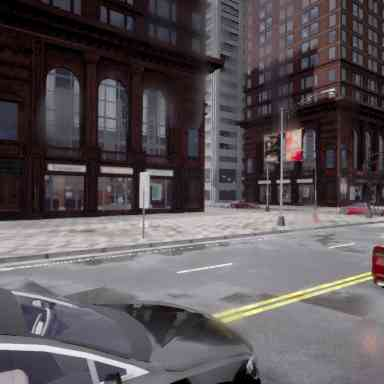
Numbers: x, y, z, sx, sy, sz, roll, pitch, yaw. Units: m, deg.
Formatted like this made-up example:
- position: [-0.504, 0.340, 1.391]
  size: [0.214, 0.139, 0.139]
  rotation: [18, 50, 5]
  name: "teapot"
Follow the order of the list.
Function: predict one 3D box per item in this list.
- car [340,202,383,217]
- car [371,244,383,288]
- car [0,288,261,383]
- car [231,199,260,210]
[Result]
- position: [16.789, 1.716, 32.570]
  size: [1.994, 1.385, 4.181]
  rotation: [1, -1, -38]
  name: "car"
- position: [6.227, 1.488, 7.875]
  size: [5.008, 1.535, 1.882]
  rotation: [0, 0, -35]
  name: "car"
- position: [-1.602, 1.492, 2.303]
  size: [4.902, 1.511, 2.128]
  rotation: [0, 0, -35]
  name: "car"
- position: [7.270, 1.749, 45.644]
  size: [1.812, 1.442, 4.674]
  rotation: [1, -1, -35]
  name: "car"
